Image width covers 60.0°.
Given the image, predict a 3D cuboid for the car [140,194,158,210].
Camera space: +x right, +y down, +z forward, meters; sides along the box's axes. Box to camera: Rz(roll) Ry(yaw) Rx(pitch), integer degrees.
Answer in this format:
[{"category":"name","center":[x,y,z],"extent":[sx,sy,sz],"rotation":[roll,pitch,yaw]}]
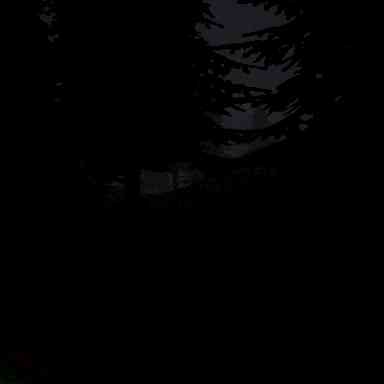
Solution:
[{"category":"car","center":[-6.466,1.206,39.262],"extent":[2.150,2.045,5.566],"rotation":[0,0,37]}]
